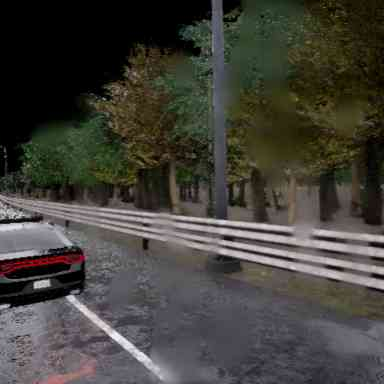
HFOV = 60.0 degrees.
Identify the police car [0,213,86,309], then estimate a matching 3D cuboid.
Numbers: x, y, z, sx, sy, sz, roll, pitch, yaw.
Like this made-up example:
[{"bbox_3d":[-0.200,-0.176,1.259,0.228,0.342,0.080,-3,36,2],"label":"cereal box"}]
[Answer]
[{"bbox_3d":[-4.131,1.393,7.837,1.930,1.638,5.238,-2,1,-36],"label":"police car"}]
